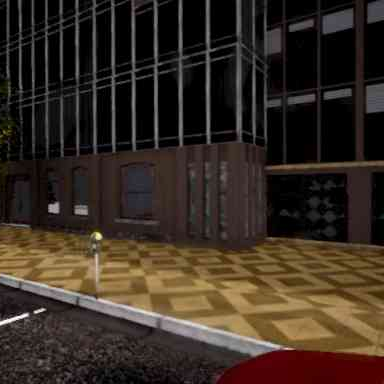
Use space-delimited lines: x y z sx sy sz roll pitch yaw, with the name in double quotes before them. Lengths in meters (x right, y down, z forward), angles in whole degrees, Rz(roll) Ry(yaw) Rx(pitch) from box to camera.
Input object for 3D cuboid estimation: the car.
"car" 1.948 1.558 1.622 4.206 1.307 1.802 0 1 33
